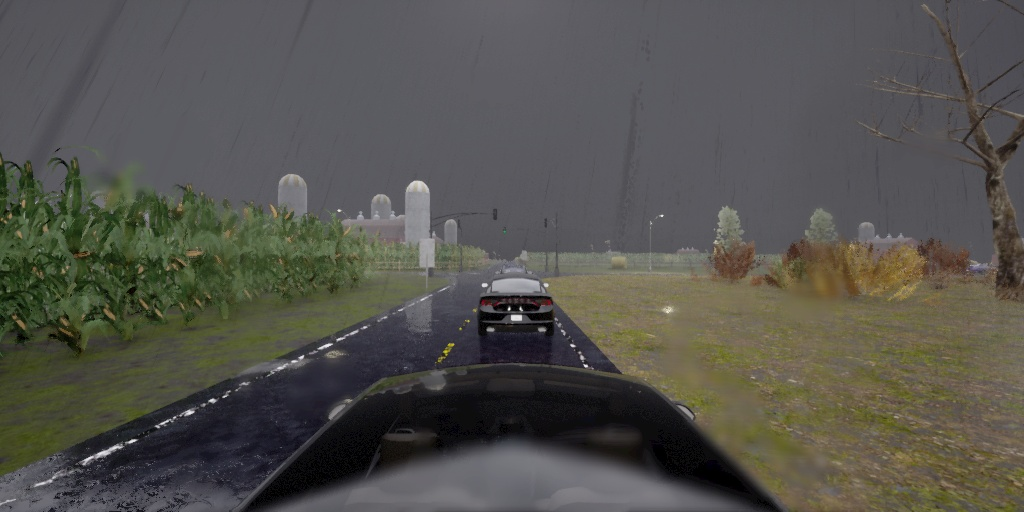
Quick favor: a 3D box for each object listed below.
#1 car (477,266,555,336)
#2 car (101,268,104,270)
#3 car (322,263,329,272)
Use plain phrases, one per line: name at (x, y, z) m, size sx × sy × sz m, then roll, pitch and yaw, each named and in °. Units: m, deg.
car at (0.099, 1.233, 10.491) m, size 1.882 × 1.535 × 5.008 m, roll 0°, pitch 0°, yaw 0°
car at (-42.609, 0.932, 37.824) m, size 4.674 × 1.442 × 1.812 m, roll 0°, pitch -1°, yaw -3°
car at (-21.309, 1.049, 38.935) m, size 5.008 × 1.535 × 1.882 m, roll 0°, pitch -1°, yaw -3°
